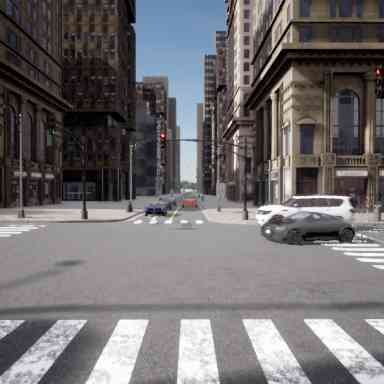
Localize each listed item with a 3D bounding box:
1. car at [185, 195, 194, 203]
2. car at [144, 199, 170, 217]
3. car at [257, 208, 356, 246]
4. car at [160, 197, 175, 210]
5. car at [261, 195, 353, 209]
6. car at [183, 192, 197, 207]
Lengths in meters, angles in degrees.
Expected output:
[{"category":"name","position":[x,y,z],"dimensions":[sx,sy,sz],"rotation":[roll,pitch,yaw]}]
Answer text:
[{"category":"car","position":[-0.577,1.488,72.937],"dimensions":[1.837,1.490,4.892],"rotation":[0,0,0]},{"category":"car","position":[-3.369,1.593,31.612],"dimensions":[1.895,1.301,4.718],"rotation":[0,0,-1]},{"category":"car","position":[5.333,1.605,15.399],"dimensions":[4.181,1.385,1.994],"rotation":[1,0,-15]},{"category":"car","position":[-3.456,1.495,41.939],"dimensions":[1.837,1.490,4.892],"rotation":[0,0,-1]},{"category":"car","position":[6.714,1.216,19.832],"dimensions":[5.566,2.045,2.150],"rotation":[1,1,3]},{"category":"car","position":[-0.324,1.341,50.995],"dimensions":[2.097,1.767,4.553],"rotation":[0,0,0]}]
